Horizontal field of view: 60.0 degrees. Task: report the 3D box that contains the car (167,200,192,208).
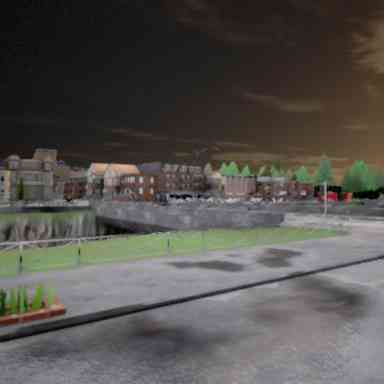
[{"bbox_3d":[-1.742,1.787,45.650,1.812,1.442,4.674,1,0,-36],"label":"car"}]
